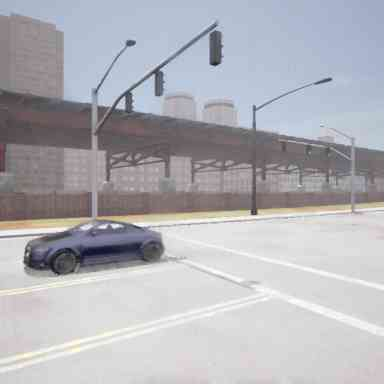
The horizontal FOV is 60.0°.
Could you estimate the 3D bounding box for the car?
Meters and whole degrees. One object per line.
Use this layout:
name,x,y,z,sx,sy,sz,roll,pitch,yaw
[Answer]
car,-2.932,1.564,10.428,4.181,1.385,1.994,0,0,-34
